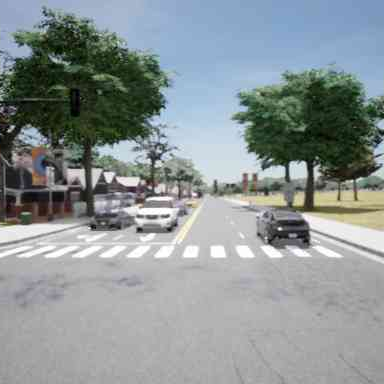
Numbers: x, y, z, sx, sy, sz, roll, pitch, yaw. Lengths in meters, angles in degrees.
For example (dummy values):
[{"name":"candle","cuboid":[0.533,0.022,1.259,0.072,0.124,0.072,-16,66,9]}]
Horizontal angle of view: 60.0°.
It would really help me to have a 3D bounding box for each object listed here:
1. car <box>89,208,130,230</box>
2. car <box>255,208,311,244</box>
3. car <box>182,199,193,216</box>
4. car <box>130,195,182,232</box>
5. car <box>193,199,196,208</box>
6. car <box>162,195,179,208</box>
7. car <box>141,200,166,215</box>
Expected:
[{"name":"car","cuboid":[-5.359,1.747,22.372,1.994,1.385,4.181,-1,0,3]},{"name":"car","cuboid":[4.279,1.560,16.110,1.837,1.490,4.892,-1,0,3]},{"name":"car","cuboid":[-1.401,1.722,36.016,2.128,1.511,4.902,-1,0,3]},{"name":"car","cuboid":[-2.146,1.363,21.668,2.150,2.045,5.566,-1,1,3]},{"name":"car","cuboid":[-0.314,1.837,55.366,1.882,1.535,5.008,-1,0,3]},{"name":"car","cuboid":[-3.563,1.593,55.521,2.150,2.045,5.566,-1,0,3]},{"name":"car","cuboid":[-4.489,1.772,39.170,2.128,1.511,4.902,-1,0,3]}]
